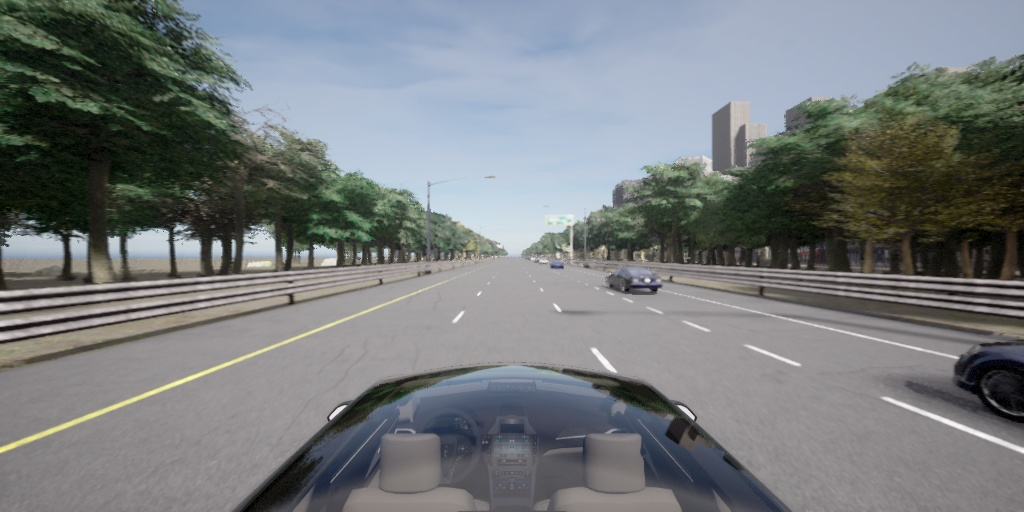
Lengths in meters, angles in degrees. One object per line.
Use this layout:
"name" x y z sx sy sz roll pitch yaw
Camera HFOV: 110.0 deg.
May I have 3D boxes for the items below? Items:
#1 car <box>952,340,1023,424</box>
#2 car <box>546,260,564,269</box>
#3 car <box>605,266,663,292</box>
"car" 6.999 1.317 3.085 1.994 1.385 4.181 0 0 0
"car" 7.157 1.320 58.118 1.994 1.385 4.181 0 0 0
"car" 7.014 1.304 21.084 2.033 1.411 5.357 0 0 0
